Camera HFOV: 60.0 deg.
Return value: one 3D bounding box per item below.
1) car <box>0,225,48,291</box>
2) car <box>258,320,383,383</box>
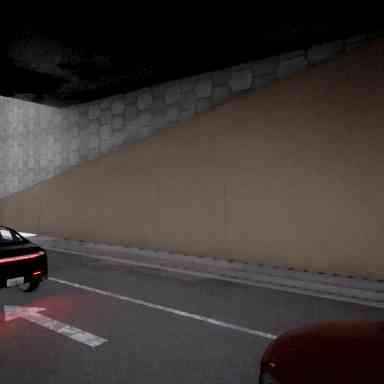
[{"bbox_3d":[-5.331,1.492,7.745,4.902,1.511,2.128,0,0,35],"label":"car"},{"bbox_3d":[2.676,1.526,1.975,4.674,1.442,1.812,0,0,36],"label":"car"}]
